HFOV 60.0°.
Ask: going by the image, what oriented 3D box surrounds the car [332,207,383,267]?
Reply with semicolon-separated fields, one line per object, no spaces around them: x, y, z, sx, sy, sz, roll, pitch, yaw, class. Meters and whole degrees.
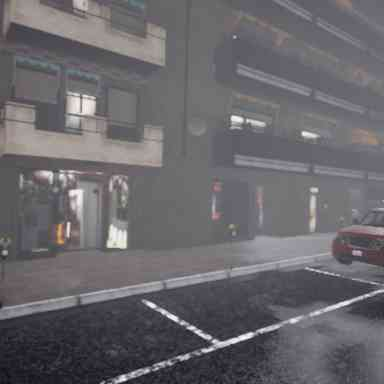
6.729;1.437;10.879;5.009;1.841;2.192;1;1;-35;car
